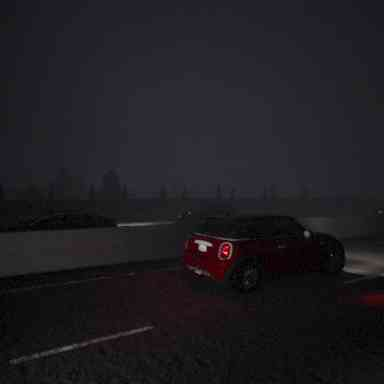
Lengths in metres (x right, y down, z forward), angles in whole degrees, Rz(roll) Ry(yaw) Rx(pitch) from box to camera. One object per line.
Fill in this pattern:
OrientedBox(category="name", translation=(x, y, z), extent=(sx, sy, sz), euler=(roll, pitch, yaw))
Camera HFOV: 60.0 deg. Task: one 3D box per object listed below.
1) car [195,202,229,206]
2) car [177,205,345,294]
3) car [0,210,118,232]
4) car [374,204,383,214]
OrientedBox(category="car", translation=(1.220, 1.477, 25.113), extent=(4.902, 1.511, 2.128), euler=(0, 0, -30))
OrientedBox(category="car", translation=(2.050, 1.349, 8.980), extent=(4.553, 1.767, 2.097), euler=(0, 0, -32))
OrientedBox(category="car", translation=(-5.297, 1.450, 12.884), extent=(4.902, 1.511, 2.128), euler=(0, 0, -34))
OrientedBox(category="car", translation=(19.396, 1.585, 31.733), extent=(4.902, 1.511, 2.128), euler=(0, 0, -30))
